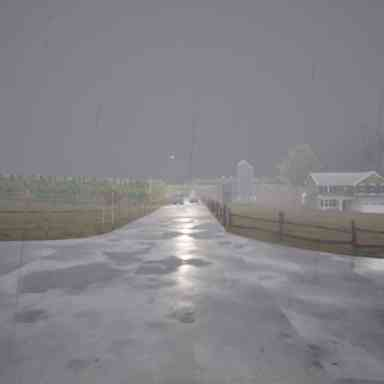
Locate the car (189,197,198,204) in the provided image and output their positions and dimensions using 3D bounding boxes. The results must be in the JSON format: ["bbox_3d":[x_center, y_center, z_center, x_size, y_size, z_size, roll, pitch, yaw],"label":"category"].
[{"bbox_3d":[0.365,1.623,65.862,2.033,1.411,5.357,0,0,0],"label":"car"}]

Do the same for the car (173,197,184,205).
[{"bbox_3d":[-2.419,1.619,59.654,2.033,1.411,5.357,0,0,0],"label":"car"}]
